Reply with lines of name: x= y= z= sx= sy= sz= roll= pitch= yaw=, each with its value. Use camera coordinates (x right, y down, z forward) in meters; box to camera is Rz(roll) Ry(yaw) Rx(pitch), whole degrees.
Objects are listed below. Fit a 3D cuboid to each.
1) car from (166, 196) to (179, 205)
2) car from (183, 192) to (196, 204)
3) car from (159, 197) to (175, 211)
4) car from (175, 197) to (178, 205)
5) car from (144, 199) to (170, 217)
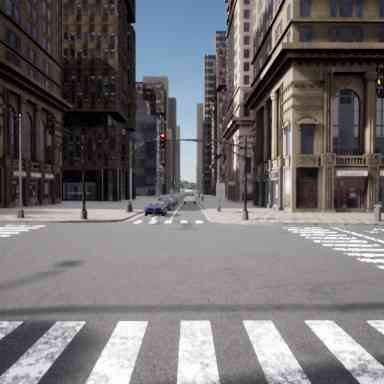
car: x=-3.562 y=1.532 z=60.884 sx=2.033 sy=1.411 sz=5.357 roll=0 pitch=0 yaw=0
car: x=-0.421 y=1.206 z=62.379 sx=2.150 sy=2.045 sz=5.566 roll=0 pitch=0 yaw=0
car: x=-3.455 y=1.493 z=40.877 sx=1.837 sy=1.490 sz=4.892 roll=0 pitch=0 yaw=-1
car: x=-3.518 y=1.512 z=50.207 sx=1.812 sy=1.442 sz=4.674 roll=0 pitch=0 yaw=-1
car: x=-3.375 y=1.591 z=31.547 sx=1.895 sy=1.301 sz=4.718 roll=0 pitch=0 yaw=-1
